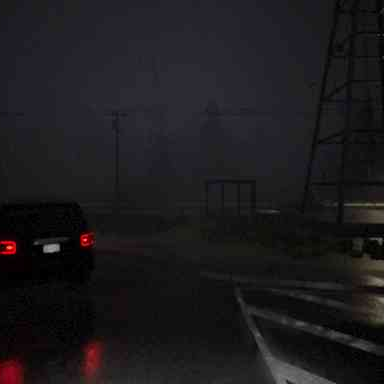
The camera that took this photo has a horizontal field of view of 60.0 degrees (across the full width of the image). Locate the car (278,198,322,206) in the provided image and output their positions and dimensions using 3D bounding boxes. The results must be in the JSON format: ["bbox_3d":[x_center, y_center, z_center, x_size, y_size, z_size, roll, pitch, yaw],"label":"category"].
[{"bbox_3d":[10.702,1.278,32.973,4.181,1.385,1.994,0,1,1],"label":"car"}]

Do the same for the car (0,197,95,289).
[{"bbox_3d":[-4.404,1.141,8.447,2.150,2.045,5.566,0,1,-40],"label":"car"}]
